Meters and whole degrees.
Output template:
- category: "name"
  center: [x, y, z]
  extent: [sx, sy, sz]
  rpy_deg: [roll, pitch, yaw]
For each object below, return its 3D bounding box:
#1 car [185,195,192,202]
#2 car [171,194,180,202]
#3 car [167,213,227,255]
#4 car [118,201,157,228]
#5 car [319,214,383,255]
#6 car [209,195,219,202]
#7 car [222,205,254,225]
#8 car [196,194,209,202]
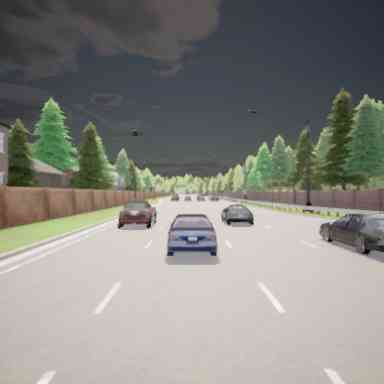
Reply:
- category: "car"
  center: [-1.017, 1.757, 86.424]
  extent: [2.033, 1.411, 5.357]
  rpy_deg: [0, 0, -1]
- category: "car"
  center: [-4.522, 1.744, 86.798]
  extent: [1.812, 1.442, 4.674]
  rpy_deg: [0, 0, -1]
- category: "car"
  center: [-0.019, 1.582, 13.366]
  extent: [2.033, 1.411, 5.357]
  rpy_deg: [0, 0, -1]
- category: "car"
  center: [-3.640, 1.411, 22.951]
  extent: [2.097, 1.767, 4.553]
  rpy_deg: [0, 0, -1]
- category: "car"
  center: [6.982, 1.579, 13.400]
  extent: [2.033, 1.411, 5.357]
  rpy_deg: [0, 0, -1]
- category: "car"
  center: [5.983, 1.740, 86.510]
  extent: [2.128, 1.511, 4.902]
  rpy_deg: [0, 0, -1]
- category: "car"
  center: [3.337, 1.626, 24.914]
  extent: [1.994, 1.385, 4.181]
  rpy_deg: [0, 0, -1]
- category: "car"
  center: [2.483, 1.756, 86.467]
  extent: [2.033, 1.411, 5.357]
  rpy_deg: [0, 0, -1]
